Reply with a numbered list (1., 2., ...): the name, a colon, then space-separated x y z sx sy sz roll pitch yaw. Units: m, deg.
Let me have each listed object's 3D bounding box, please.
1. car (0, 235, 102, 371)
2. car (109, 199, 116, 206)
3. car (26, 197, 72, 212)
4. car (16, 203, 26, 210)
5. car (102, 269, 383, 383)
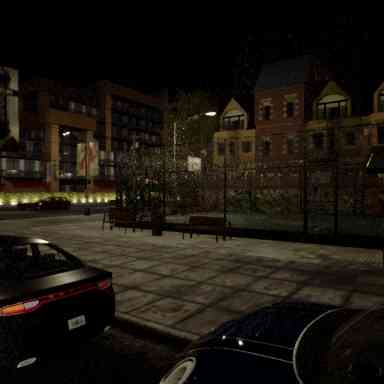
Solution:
1. car: -3.465 1.481 5.578 5.008 1.535 2.097 0 0 35
2. car: -11.271 1.359 54.016 2.097 1.767 4.553 0 0 35
3. car: -16.867 1.360 39.863 2.097 1.767 4.553 0 0 35
4. car: -19.583 1.609 42.094 1.895 1.301 4.718 0 0 35
5. car: 1.862 1.354 1.984 4.553 1.767 2.185 0 0 35
